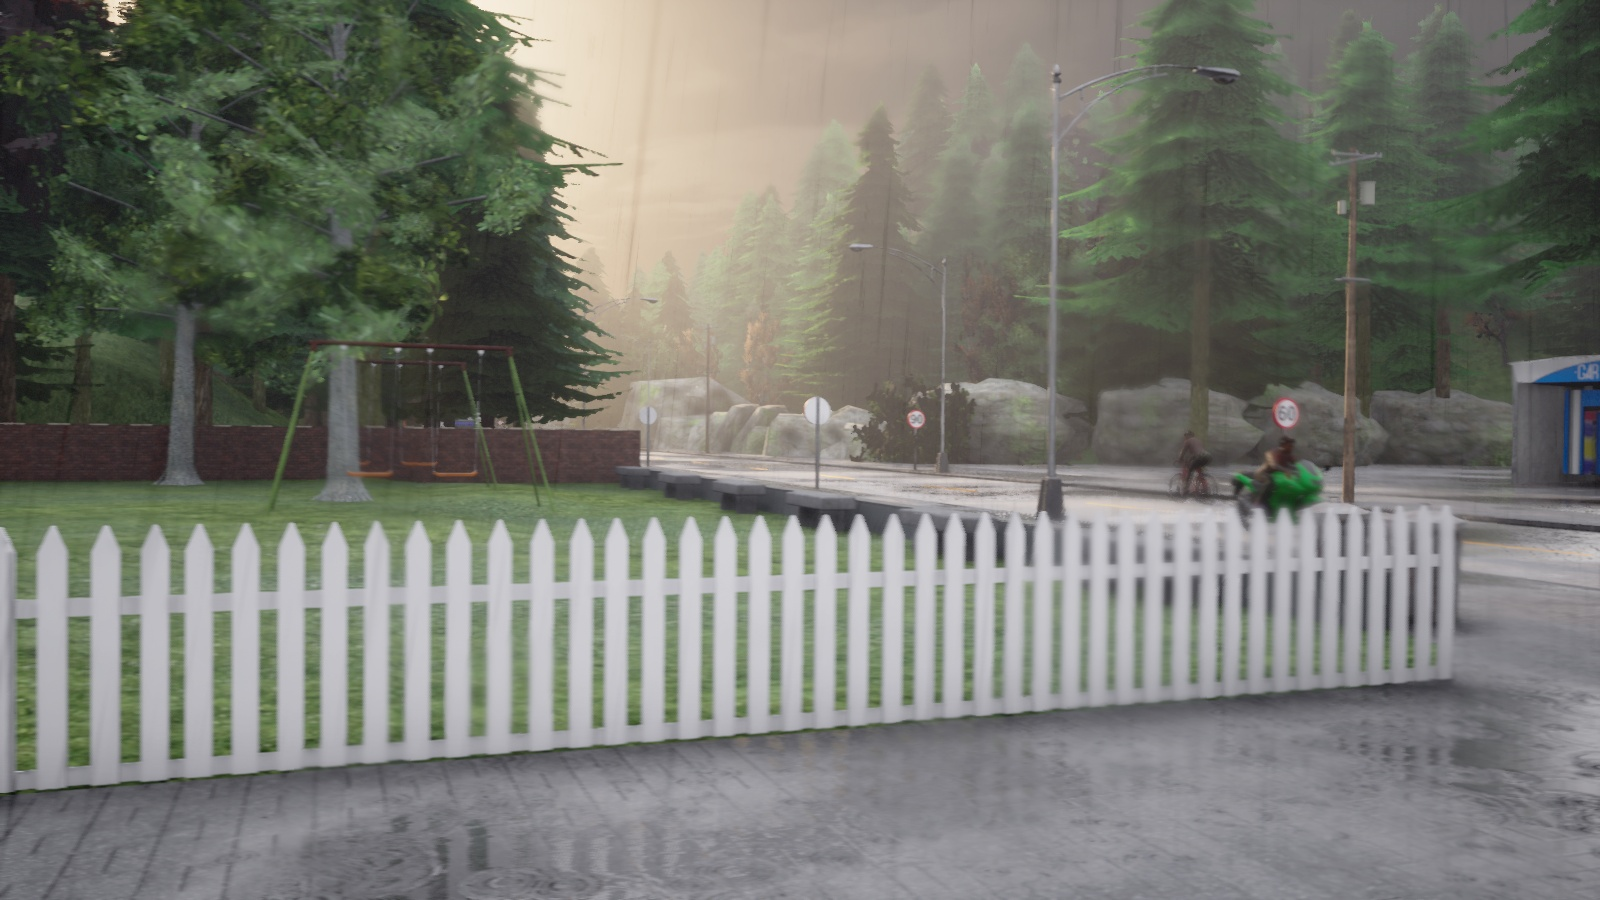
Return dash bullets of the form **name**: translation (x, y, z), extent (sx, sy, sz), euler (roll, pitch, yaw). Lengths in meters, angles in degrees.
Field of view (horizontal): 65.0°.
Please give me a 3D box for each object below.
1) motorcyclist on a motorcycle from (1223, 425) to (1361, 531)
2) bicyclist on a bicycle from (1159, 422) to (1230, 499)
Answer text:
- **motorcyclist on a motorcycle**: translation (7.437, 0.390, 19.094), extent (0.797, 1.523, 2.044), euler (-1, 1, -20)
- **bicyclist on a bicycle**: translation (8.604, 0.213, 27.454), extent (0.582, 1.620, 1.656), euler (-1, 1, -20)
